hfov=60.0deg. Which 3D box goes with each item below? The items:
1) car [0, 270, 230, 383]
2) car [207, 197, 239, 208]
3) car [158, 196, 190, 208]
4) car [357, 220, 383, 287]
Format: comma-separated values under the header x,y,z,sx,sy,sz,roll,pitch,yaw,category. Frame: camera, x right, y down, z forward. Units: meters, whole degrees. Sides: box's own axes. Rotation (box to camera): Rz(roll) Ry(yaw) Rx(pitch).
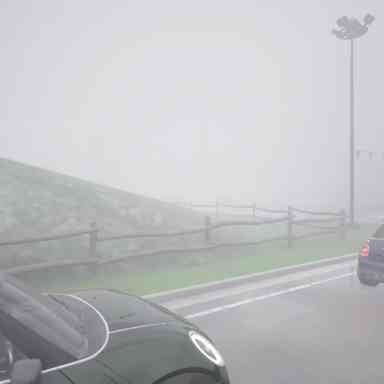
x,y,z,sx,sy,sz,roll,pitch,yaw,category
-1.857,1.352,2.423,4.553,1.767,2.097,0,0,-35,car
4.456,1.526,48.240,4.674,1.442,1.812,0,0,28,car
-2.575,1.352,47.483,4.553,1.767,2.097,0,0,21,car
6.097,1.352,8.144,4.553,1.767,2.097,0,0,-35,car
